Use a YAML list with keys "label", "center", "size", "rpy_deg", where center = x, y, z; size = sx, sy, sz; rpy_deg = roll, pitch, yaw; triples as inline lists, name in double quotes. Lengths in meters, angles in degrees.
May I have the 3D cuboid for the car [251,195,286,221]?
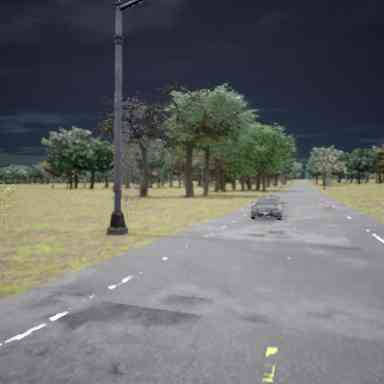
- label: "car"
  center: [5.104, 1.006, 22.042]
  size: [1.837, 1.490, 4.892]
  rpy_deg: [1, 2, 18]
